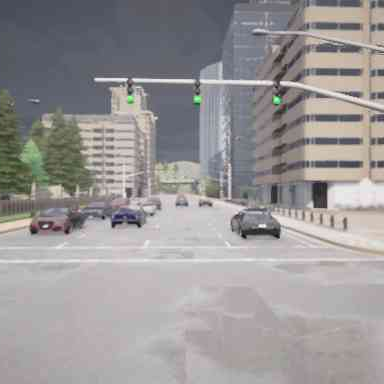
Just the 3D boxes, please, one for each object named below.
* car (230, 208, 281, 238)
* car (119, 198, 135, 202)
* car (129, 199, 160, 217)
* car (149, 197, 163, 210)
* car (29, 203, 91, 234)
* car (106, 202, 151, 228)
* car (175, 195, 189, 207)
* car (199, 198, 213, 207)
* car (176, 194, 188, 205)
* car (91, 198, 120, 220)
[{"bbox_3d":[3.254,1.557,17.660,1.994,1.385,4.181,0,0,-2],"label":"car"},{"bbox_3d":[-8.112,1.436,37.809,1.882,1.535,5.008,0,0,-2],"label":"car"},{"bbox_3d":[-4.409,1.571,31.270,1.895,1.301,4.718,0,0,-2],"label":"car"},{"bbox_3d":[-4.703,1.467,41.362,1.837,1.490,4.892,0,0,-2],"label":"car"},{"bbox_3d":[-7.480,1.537,18.846,1.994,1.385,4.181,0,0,-2],"label":"car"},{"bbox_3d":[-4.095,1.578,22.111,1.895,1.301,4.718,0,0,-2],"label":"car"},{"bbox_3d":[-1.537,1.524,50.802,1.994,1.385,4.181,0,0,-2],"label":"car"},{"bbox_3d":[1.996,1.568,49.951,1.895,1.301,4.718,0,0,-2],"label":"car"},{"bbox_3d":[-1.839,1.306,59.136,2.097,1.767,4.553,0,0,-2],"label":"car"},{"bbox_3d":[-7.807,1.514,28.082,2.033,1.411,5.357,0,0,-2],"label":"car"}]
